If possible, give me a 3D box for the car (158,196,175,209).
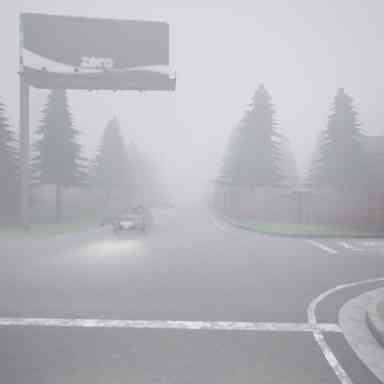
[{"bbox_3d":[-3.494,1.357,45.690,2.097,1.767,4.553,0,0,0],"label":"car"}]

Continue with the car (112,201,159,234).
[{"bbox_3d":[-3.504,1.527,20.317,2.128,1.511,4.902,0,2,0],"label":"car"}]
